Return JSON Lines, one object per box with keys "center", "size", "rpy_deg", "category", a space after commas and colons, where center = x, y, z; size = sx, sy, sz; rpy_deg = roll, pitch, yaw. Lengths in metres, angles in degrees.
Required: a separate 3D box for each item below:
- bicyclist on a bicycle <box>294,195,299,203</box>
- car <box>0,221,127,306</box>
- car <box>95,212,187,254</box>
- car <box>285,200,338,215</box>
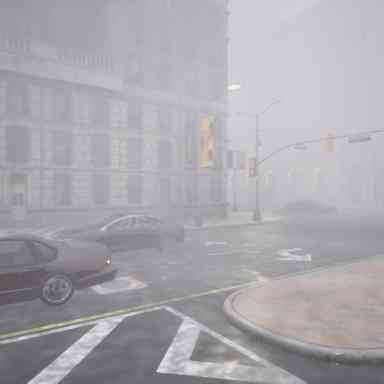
{"center": [17.991, 1.300, 57.149], "size": [1.656, 1.620, 0.582], "rpy_deg": [0, 0, -35], "category": "bicyclist on a bicycle"}
{"center": [-4.235, 1.547, 6.515], "size": [5.357, 1.411, 2.033], "rpy_deg": [0, 0, -34], "category": "car"}
{"center": [-2.515, 1.491, 11.932], "size": [4.902, 1.511, 2.128], "rpy_deg": [0, 0, -34], "category": "car"}
{"center": [12.100, 1.547, 34.108], "size": [2.033, 1.411, 5.357], "rpy_deg": [0, 0, -35], "category": "car"}
